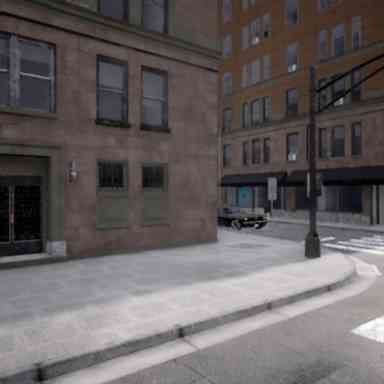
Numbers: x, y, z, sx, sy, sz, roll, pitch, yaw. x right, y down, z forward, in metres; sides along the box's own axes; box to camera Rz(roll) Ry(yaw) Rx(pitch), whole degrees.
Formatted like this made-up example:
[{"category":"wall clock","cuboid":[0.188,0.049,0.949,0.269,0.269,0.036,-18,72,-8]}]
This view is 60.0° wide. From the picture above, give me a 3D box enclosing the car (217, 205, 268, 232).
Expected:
[{"category":"car","cuboid":[2.176,1.485,19.666,1.895,1.301,4.718,0,0,-36]}]
